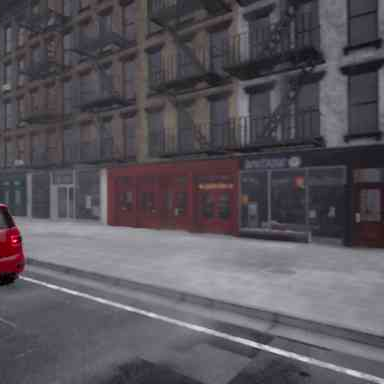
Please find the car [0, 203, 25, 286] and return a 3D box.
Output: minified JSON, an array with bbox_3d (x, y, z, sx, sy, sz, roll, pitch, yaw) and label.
[{"bbox_3d":[-6.346,1.225,8.175,5.566,2.045,2.150,0,0,36],"label":"car"}]
